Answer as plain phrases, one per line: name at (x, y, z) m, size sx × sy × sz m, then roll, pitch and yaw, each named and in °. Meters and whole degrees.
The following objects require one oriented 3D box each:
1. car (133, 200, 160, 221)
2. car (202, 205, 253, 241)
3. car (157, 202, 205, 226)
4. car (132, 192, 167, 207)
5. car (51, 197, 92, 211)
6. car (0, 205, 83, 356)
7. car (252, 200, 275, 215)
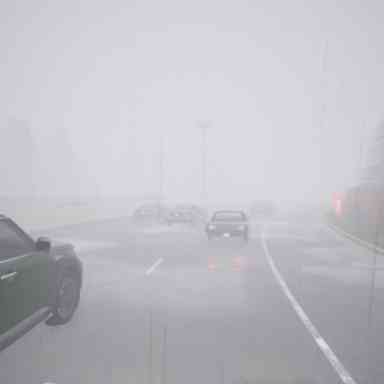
car at (-2.911, 1.459, 25.850) m, size 1.994 × 1.385 × 4.181 m, roll 0°, pitch 0°, yaw 16°
car at (1.903, 1.550, 16.472) m, size 1.895 × 1.301 × 4.718 m, roll 0°, pitch 0°, yaw 11°
car at (-0.277, 1.466, 22.582) m, size 2.033 × 1.411 × 5.357 m, roll 0°, pitch 0°, yaw 15°
car at (-5.920, 1.030, 47.359) m, size 2.150 × 2.045 × 5.566 m, roll 0°, pitch 0°, yaw 26°
car at (-13.695, 1.331, 38.208) m, size 1.812 × 1.442 × 4.674 m, roll 0°, pitch 0°, yaw 21°
car at (-3.210, 1.193, 3.896) m, size 2.150 × 2.045 × 5.566 m, roll 0°, pitch 0°, yaw 3°
car at (7.044, 1.476, 33.050) m, size 1.994 × 1.385 × 4.181 m, roll 0°, pitch 0°, yaw 22°
